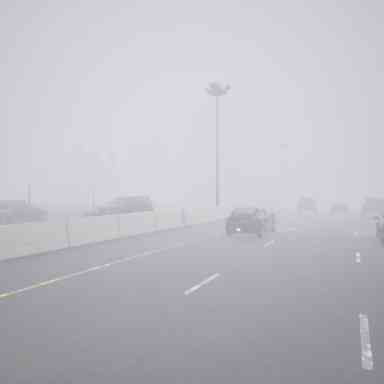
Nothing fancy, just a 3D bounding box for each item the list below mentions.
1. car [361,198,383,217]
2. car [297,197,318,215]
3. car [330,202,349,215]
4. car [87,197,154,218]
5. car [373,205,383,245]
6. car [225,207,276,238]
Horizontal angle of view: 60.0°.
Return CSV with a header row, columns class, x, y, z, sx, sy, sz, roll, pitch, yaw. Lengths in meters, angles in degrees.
class,x,y,z,sx,sy,sz,roll,pitch,yaw
car,19.891,1.624,36.526,2.150,2.045,5.566,0,-1,26
car,13.959,1.638,40.239,2.150,2.045,5.566,0,-1,22
car,18.241,1.959,41.151,1.837,1.490,4.892,0,-1,26
car,-5.083,1.326,25.517,2.150,2.045,5.566,0,-1,26
car,9.659,1.576,15.342,1.837,1.490,4.892,0,-1,26
car,3.328,1.578,18.329,1.837,1.490,4.892,0,-1,26
